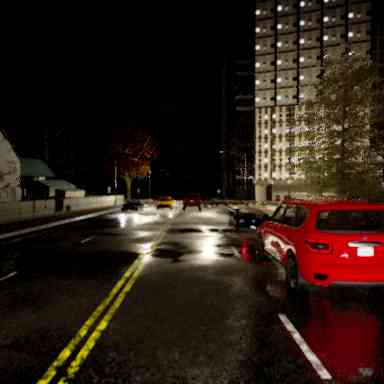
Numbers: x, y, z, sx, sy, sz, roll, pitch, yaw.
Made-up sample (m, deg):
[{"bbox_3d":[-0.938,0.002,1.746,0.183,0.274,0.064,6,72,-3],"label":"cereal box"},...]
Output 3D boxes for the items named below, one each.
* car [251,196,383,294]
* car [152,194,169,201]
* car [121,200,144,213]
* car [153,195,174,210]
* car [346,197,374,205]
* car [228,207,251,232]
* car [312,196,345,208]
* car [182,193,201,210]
[{"bbox_3d":[3.247,1.206,8.908,2.150,2.045,5.566,0,0,0],"label":"car"},{"bbox_3d":[-6.555,1.210,72.077,4.553,1.767,2.097,0,2,38],"label":"car"},{"bbox_3d":[-6.573,1.554,37.002,1.895,1.301,4.718,0,0,0],"label":"car"},{"bbox_3d":[-3.287,1.427,41.330,1.882,1.535,5.008,0,0,0],"label":"car"},{"bbox_3d":[31.031,1.663,61.700,4.403,1.369,2.008,0,2,20],"label":"car"},{"bbox_3d":[3.245,1.570,19.912,1.895,1.301,4.718,0,0,0],"label":"car"},{"bbox_3d":[22.998,1.591,56.243,5.009,1.841,2.192,0,2,20],"label":"car"},{"bbox_3d":[-0.016,1.169,41.709,2.150,2.045,5.566,0,0,0],"label":"car"}]
